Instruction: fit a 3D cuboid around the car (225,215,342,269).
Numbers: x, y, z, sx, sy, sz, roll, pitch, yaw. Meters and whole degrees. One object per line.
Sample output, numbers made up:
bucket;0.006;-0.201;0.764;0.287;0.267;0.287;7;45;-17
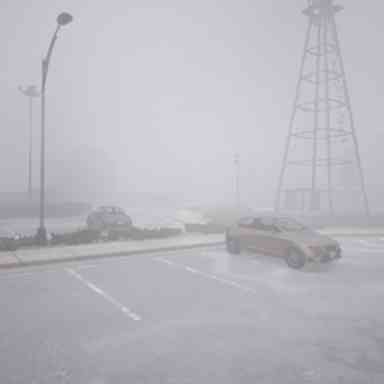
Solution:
car;3.004;1.592;11.626;1.816;1.474;4.193;1;0;-35

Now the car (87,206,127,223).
car;-5.386;1.597;21.452;1.784;1.438;3.905;1;0;-35
